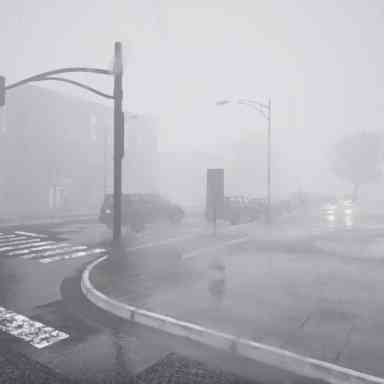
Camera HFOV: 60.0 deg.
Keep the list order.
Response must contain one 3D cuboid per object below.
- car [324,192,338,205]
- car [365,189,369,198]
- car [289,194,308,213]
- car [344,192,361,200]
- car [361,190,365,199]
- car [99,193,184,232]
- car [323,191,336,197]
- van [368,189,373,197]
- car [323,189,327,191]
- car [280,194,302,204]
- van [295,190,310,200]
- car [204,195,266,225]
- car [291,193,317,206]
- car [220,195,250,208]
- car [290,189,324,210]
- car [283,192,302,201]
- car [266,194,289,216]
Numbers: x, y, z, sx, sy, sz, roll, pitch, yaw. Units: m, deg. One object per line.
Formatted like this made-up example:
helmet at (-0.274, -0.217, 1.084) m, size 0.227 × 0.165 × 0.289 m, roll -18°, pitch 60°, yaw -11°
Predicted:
car at (18.502, 1.008, 44.951) m, size 1.947 × 1.339 × 4.313 m, roll 1°, pitch 2°, yaw 35°
car at (34.371, 0.623, 67.877) m, size 1.752 × 1.417 × 4.829 m, roll 1°, pitch 2°, yaw 35°
car at (9.039, 1.195, 31.278) m, size 2.008 × 1.369 × 4.403 m, roll 1°, pitch 2°, yaw 35°
car at (27.965, 0.788, 58.623) m, size 2.008 × 1.369 × 4.403 m, roll 1°, pitch 2°, yaw 35°
car at (31.119, 0.751, 63.181) m, size 1.802 × 1.307 × 4.206 m, roll 1°, pitch 2°, yaw 35°
car at (-2.708, 1.044, 19.043) m, size 2.150 × 2.045 × 5.566 m, roll 1°, pitch 1°, yaw 35°
car at (33.684, 0.437, 81.612) m, size 2.008 × 1.369 × 4.403 m, roll 2°, pitch 2°, yaw 35°
van at (40.585, 0.302, 76.849) m, size 1.690 × 1.788 × 3.998 m, roll 1°, pitch 2°, yaw 35°
car at (27.377, 0.465, 72.494) m, size 1.967 × 1.590 × 4.097 m, roll 1°, pitch 2°, yaw 35°
car at (14.823, 0.971, 49.650) m, size 1.895 × 1.301 × 4.718 m, roll 1°, pitch 1°, yaw 35°
van at (21.069, 0.504, 63.376) m, size 1.690 × 1.788 × 3.998 m, roll 1°, pitch 2°, yaw 35°
car at (2.732, 1.093, 22.157) m, size 2.192 × 1.841 × 5.009 m, roll 1°, pitch 2°, yaw 35°
car at (15.046, 0.924, 44.604) m, size 1.882 × 1.535 × 5.008 m, roll 1°, pitch 1°, yaw 35°
car at (5.295, 1.069, 40.594) m, size 1.947 × 1.339 × 4.313 m, roll 1°, pitch 2°, yaw 35°
car at (12.196, 0.893, 35.831) m, size 2.192 × 1.841 × 5.009 m, roll 1°, pitch 2°, yaw 35°
car at (17.816, 0.759, 58.683) m, size 1.752 × 1.417 × 4.829 m, roll 1°, pitch 2°, yaw 35°
car at (5.885, 1.152, 26.717) m, size 1.967 × 1.590 × 4.097 m, roll 1°, pitch 2°, yaw 35°
